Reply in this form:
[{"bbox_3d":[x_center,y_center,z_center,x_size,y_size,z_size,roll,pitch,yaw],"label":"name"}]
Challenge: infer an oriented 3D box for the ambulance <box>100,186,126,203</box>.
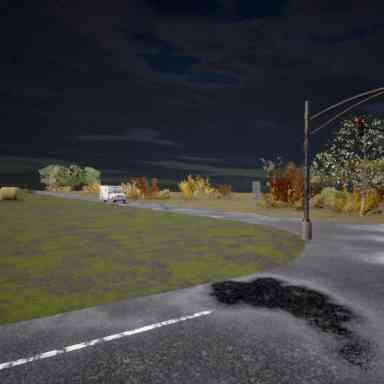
[{"bbox_3d":[-11.882,0.339,50.062,2.351,2.431,6.366,2,0,-32],"label":"ambulance"}]
